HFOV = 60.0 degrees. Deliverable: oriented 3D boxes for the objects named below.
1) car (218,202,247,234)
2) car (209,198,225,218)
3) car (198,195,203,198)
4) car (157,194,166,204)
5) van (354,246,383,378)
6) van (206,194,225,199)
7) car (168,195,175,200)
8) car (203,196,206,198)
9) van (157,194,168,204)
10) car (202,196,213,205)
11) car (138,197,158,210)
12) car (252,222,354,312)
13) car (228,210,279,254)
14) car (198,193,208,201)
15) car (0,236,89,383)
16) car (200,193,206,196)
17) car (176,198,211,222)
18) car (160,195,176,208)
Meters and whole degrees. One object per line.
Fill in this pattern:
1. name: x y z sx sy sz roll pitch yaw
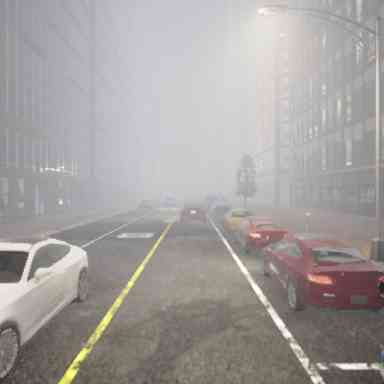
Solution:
1. car: 2.685 1.523 18.994 1.752 1.417 4.829 0 0 0
2. car: 2.683 1.545 30.219 2.008 1.369 4.403 0 0 0
3. car: 0.091 1.485 42.116 2.163 1.488 4.792 0 0 0
4. car: -5.703 1.538 58.704 1.802 1.307 4.206 0 0 0
5. van: 2.689 1.341 1.732 1.690 1.788 3.998 0 0 0
6. van: 2.682 1.331 35.917 1.690 1.788 3.998 0 0 0
7. car: -5.710 1.451 92.890 1.947 1.339 4.313 0 0 0
8. car: 2.681 1.527 41.615 1.887 1.381 4.507 0 0 0
9. van: -5.704 1.289 64.403 1.690 1.788 3.998 0 0 0
10. car: 2.677 1.481 58.875 1.752 1.417 4.829 0 0 0
11. car: -5.699 1.564 41.614 1.802 1.307 4.206 0 0 0
12. car: 2.688 1.582 7.430 1.802 1.307 4.206 0 0 0
13. car: 2.687 1.581 13.127 1.802 1.307 4.206 0 0 0
14. car: 2.673 1.230 81.494 2.192 1.841 5.009 0 0 0
15. car: -3.102 1.526 5.483 1.812 1.442 4.674 0 0 0
16. car: 2.680 1.289 47.311 2.192 1.841 5.009 0 0 0
17. car: 0.095 1.499 26.457 2.163 1.488 4.792 0 0 0
18. car: -3.095 1.500 46.942 1.812 1.442 4.674 0 0 0
